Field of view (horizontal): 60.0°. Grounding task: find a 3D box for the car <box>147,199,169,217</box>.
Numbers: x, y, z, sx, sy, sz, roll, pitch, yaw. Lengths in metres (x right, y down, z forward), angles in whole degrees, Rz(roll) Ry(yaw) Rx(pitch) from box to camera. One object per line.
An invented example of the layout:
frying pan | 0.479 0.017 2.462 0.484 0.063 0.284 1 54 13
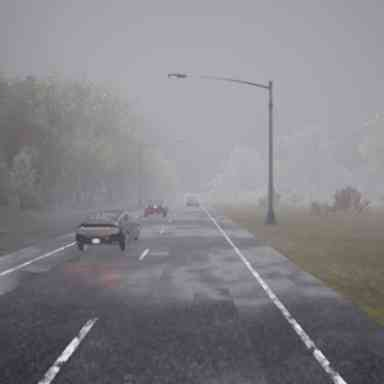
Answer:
car | -3.396 1.429 32.848 2.097 1.767 4.553 0 0 0

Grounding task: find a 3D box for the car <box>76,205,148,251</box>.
car | -3.399 1.525 14.204 2.128 1.511 4.902 0 0 0

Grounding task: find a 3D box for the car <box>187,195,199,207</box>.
car | 0.109 1.694 54.557 1.994 1.385 4.181 0 0 0

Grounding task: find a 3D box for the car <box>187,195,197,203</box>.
car | 0.015 1.532 72.908 2.097 1.767 4.553 0 0 0
